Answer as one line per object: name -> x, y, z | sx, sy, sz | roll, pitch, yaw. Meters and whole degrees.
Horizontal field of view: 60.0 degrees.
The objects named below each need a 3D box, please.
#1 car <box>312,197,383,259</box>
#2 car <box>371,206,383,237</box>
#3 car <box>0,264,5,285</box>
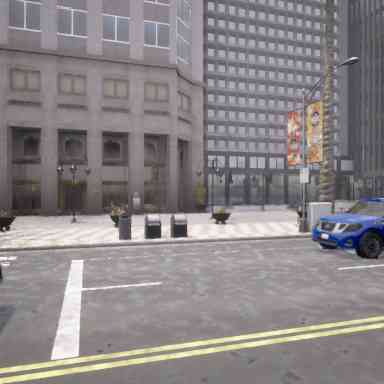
car -> 7.342, 1.223, 12.571 | 5.566, 2.045, 2.150 | 0, 0, -17
car -> 12.043, 1.513, 17.217 | 4.786, 1.482, 2.161 | 0, 0, -17
car -> -5.620, 1.601, 4.931 | 4.718, 1.301, 1.895 | 0, 0, -18
